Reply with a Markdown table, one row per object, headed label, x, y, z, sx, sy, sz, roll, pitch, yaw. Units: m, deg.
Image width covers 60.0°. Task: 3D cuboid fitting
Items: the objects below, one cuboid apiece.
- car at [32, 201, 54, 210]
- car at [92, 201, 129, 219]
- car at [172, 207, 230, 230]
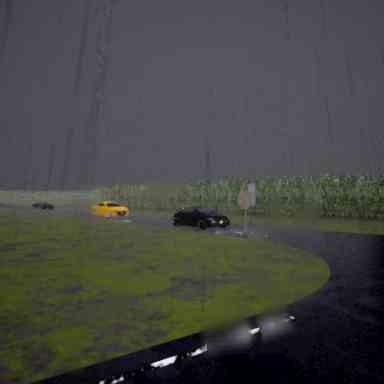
| label | x | y | z | sx | sy | sz | roll | pitch | yaw |
| --- | --- | --- | --- | --- | --- | --- | --- | --- | --- |
| car | -21.620 | 1.968 | 48.249 | 1.895 | 1.301 | 4.718 | 0 | -1 | -40 |
| car | -7.895 | 1.684 | 31.882 | 1.882 | 1.535 | 5.008 | 0 | -1 | -40 |
| car | 0.507 | 1.679 | 21.953 | 1.994 | 1.385 | 4.181 | 0 | -1 | -40 |
